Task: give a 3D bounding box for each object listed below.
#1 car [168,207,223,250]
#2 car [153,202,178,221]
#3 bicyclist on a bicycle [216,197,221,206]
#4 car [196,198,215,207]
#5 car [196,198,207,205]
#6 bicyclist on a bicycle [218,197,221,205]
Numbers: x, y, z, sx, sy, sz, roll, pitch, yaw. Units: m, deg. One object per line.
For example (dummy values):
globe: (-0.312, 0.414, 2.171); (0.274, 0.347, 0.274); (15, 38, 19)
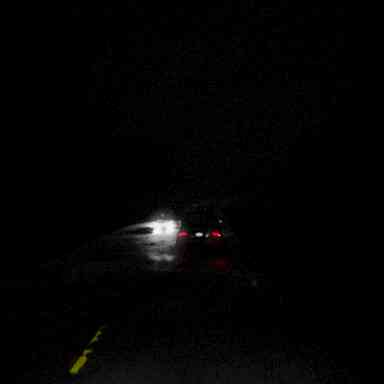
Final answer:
car: (0.346, 1.601, 14.523); (2.033, 1.411, 5.357); (0, 0, 2)
car: (-2.195, 1.619, 28.977); (2.128, 1.511, 4.902); (0, 0, 3)
bicyclist on a bicycle: (4.652, 1.789, 61.003); (0.582, 1.620, 1.656); (0, -1, 7)
car: (1.508, 1.653, 36.436); (1.882, 1.535, 5.008); (0, 0, 4)
car: (2.017, 1.940, 70.121); (1.994, 1.385, 4.181); (0, 0, 8)
bicyclist on a bicycle: (5.841, 1.846, 69.882); (0.582, 1.620, 1.656); (0, -1, 8)
